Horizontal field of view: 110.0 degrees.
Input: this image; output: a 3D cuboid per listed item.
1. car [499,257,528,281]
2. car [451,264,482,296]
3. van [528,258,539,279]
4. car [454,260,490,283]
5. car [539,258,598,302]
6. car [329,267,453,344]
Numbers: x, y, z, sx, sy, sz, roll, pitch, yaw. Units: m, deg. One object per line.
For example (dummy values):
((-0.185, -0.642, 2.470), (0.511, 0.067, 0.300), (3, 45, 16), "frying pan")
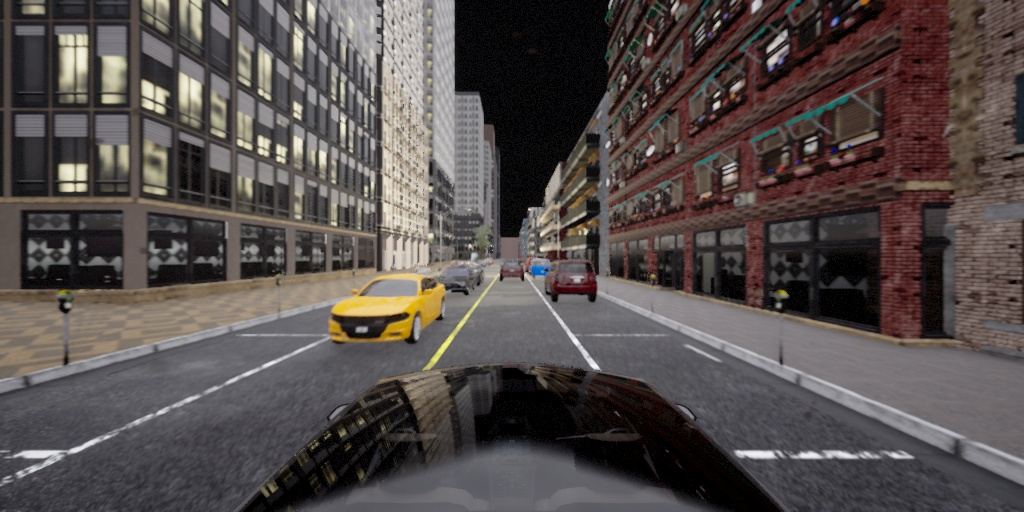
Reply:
((0.015, 1.166, 31.121), (2.097, 1.767, 4.553), (0, 0, 0), "car")
((-3.076, 1.336, 20.110), (2.033, 1.411, 5.357), (0, 0, 0), "car")
((2.694, 1.160, 33.836), (1.690, 1.789, 3.998), (0, 0, 0), "van")
((-2.997, 1.296, 25.585), (2.128, 1.511, 4.902), (0, 0, 0), "car")
((2.692, 1.097, 17.184), (2.192, 1.841, 5.009), (0, 0, 0), "car")
((-3.080, 1.244, 9.861), (1.882, 1.535, 5.008), (0, 0, 0), "car")
